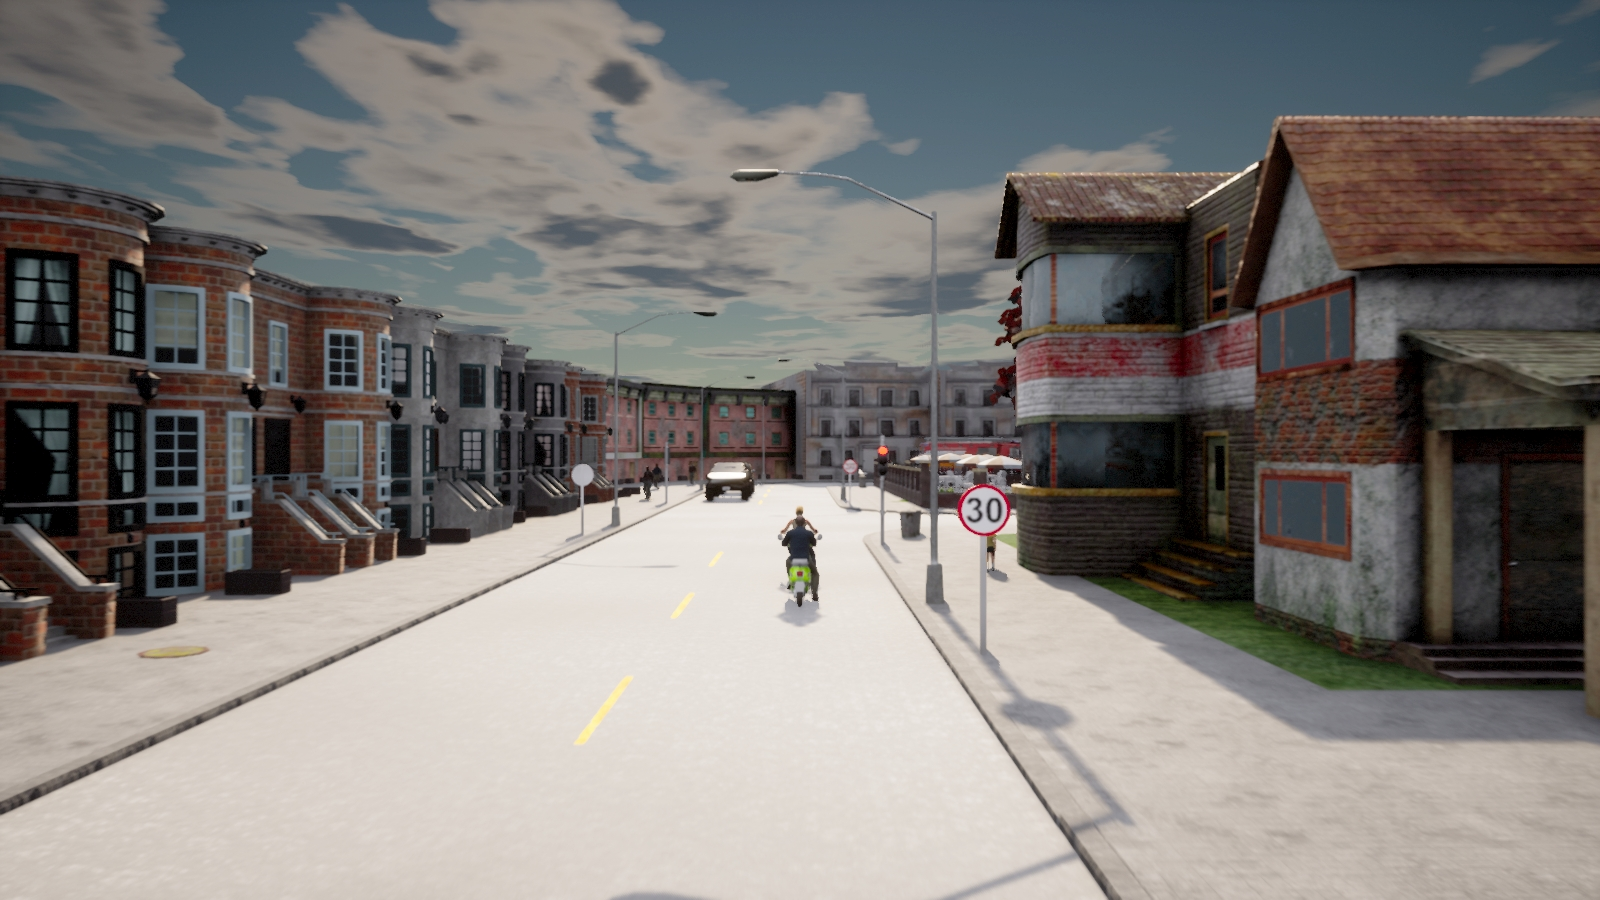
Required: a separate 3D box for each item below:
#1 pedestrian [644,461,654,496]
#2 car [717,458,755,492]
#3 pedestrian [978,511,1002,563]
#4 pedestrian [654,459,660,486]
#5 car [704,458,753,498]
[{"bbox_3d":[-8.104,1.524,61.350,0.375,1.860,0.375,0,0,18],"label":"pedestrian"},{"bbox_3d":[-4.047,1.559,73.079,2.150,2.045,5.566,0,0,0],"label":"car"},{"bbox_3d":[4.196,1.904,25.215,0.500,1.100,0.500,0,0,13],"label":"pedestrian"},{"bbox_3d":[-9.672,1.524,77.261,0.375,1.860,0.375,0,0,6],"label":"pedestrian"},{"bbox_3d":[-3.994,1.534,65.196,2.390,2.098,6.274,0,0,0],"label":"car"}]
